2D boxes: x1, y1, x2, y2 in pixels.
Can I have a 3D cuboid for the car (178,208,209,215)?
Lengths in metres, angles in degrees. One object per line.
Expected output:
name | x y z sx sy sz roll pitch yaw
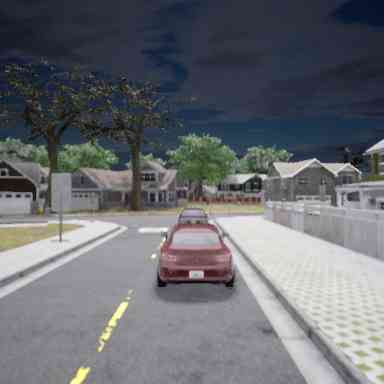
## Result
car | 0.079 1.678 20.067 2.033 1.411 5.357 0 0 0

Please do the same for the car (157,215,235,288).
car | 0.086 1.586 9.300 1.812 1.442 4.674 0 0 0
